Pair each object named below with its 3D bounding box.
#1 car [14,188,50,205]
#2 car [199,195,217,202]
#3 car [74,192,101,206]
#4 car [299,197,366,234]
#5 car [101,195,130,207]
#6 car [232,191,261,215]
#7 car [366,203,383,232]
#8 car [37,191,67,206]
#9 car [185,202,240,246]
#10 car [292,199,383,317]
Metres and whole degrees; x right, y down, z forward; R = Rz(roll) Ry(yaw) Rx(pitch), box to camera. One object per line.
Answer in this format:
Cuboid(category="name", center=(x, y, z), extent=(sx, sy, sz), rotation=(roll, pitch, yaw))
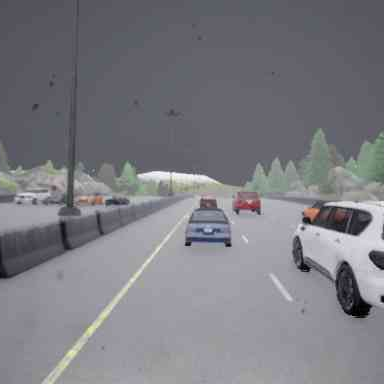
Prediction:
Cuboid(category="car", center=(-19.218, 0.507, 40.577), extent=(2.150, 2.045, 5.566), rotation=(1, 0, 3))
Cuboid(category="car", center=(1.797, 1.103, 37.104), extent=(1.882, 1.535, 5.008), rotation=(1, 1, 3))
Cuboid(category="car", center=(-12.258, 0.743, 39.938), extent=(2.097, 1.767, 4.553), rotation=(1, 1, 3))
Cuboid(category="car", center=(7.969, 1.257, 19.390), extent=(2.097, 1.767, 4.553), rotation=(1, 1, 3))
Cuboid(category="car", center=(-8.794, 1.049, 39.260), extent=(1.895, 1.301, 4.718), rotation=(1, 1, 3))
Cuboid(category="car", center=(5.007, 0.959, 30.967), extent=(2.150, 2.045, 5.566), rotation=(1, 1, 2))
Cuboid(category="car", center=(11.390, 1.478, 17.714), extent=(1.837, 1.490, 4.892), rotation=(1, 1, 3))
Cuboid(category="car", center=(-15.783, 0.891, 39.595), extent=(2.033, 1.411, 5.357), rotation=(1, 1, 3))
Cuboid(category="car", center=(0.703, 1.401, 14.410), extent=(2.033, 1.411, 5.357), rotation=(1, 1, 3))
Cuboid(category="car", center=(3.910, 1.196, 7.459), extent=(2.150, 2.045, 5.566), rotation=(1, 1, 3))
